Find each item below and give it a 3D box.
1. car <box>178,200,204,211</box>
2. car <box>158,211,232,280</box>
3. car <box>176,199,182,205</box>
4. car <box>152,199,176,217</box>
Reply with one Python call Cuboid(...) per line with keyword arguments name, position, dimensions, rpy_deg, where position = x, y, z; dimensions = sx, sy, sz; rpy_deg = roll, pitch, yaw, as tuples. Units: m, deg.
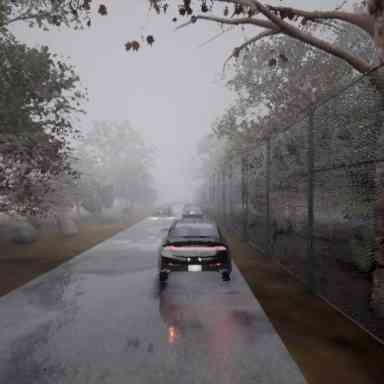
Cuboid(name="car", position=(0.029, 1.717, 29.022), dimensions=(2.033, 1.411, 5.357), rpy_deg=(0, 0, 0))
Cuboid(name="car", position=(0.070, 1.549, 10.074), dimensions=(2.128, 1.511, 4.902), rpy_deg=(0, 0, 0))
Cuboid(name="car", position=(-3.167, 2.252, 74.987), dimensions=(2.097, 1.767, 4.553), rpy_deg=(0, -2, -1))
Cuboid(name="car", position=(-2.940, 1.720, 34.147), dimensions=(1.837, 1.490, 4.892), rpy_deg=(0, 0, 0))
